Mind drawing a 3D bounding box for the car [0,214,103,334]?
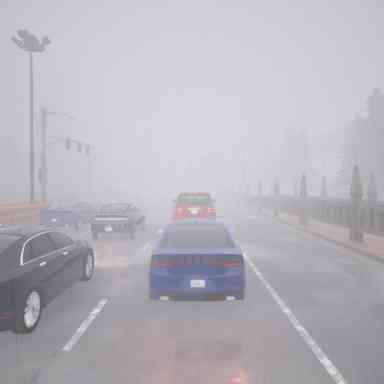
[{"bbox_3d":[-3.401,1.434,6.603,1.837,1.490,4.892,0,1,0],"label":"car"}]

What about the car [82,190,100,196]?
[{"bbox_3d":[-20.790,0.371,66.882,2.097,1.767,4.553,0,1,0],"label":"car"}]

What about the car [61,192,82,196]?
[{"bbox_3d":[-20.902,0.697,56.609,1.812,1.442,4.674,0,1,1],"label":"car"}]

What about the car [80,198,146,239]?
[{"bbox_3d":[-3.379,1.279,15.976,2.128,1.511,4.902,0,1,0],"label":"car"}]

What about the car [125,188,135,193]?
[{"bbox_3d":[-13.784,0.214,68.674,2.150,2.045,5.566,0,1,0],"label":"car"}]

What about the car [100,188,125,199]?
[{"bbox_3d":[-13.900,0.367,58.352,2.150,2.045,5.566,0,1,0],"label":"car"}]

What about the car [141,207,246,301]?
[{"bbox_3d":[0.101,1.383,8.189,1.882,1.535,5.008,0,1,0],"label":"car"}]

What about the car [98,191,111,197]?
[{"bbox_3d":[-20.744,0.425,79.140,1.895,1.301,4.718,0,1,0],"label":"car"}]

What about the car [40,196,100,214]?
[{"bbox_3d":[-6.869,1.218,19.059,1.882,1.535,5.008,0,1,0],"label":"car"}]

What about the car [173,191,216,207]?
[{"bbox_3d":[0.124,0.978,18.059,2.150,2.045,5.566,0,1,0],"label":"car"}]
